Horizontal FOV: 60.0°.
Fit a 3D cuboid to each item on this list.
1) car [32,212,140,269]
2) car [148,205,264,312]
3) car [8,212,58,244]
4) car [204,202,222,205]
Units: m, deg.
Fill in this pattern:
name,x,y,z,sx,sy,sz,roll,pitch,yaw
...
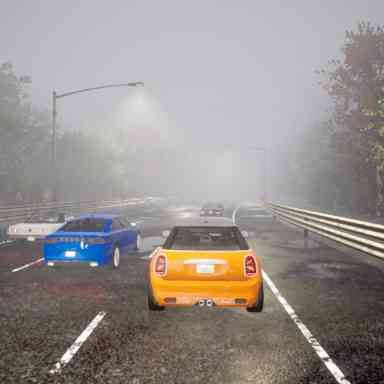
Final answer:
name,x,y,z,sx,sy,sz,roll,pitch,yaw
car,-3.044,1.468,11.150,1.882,1.535,5.008,0,0,3
car,0.321,1.348,7.877,2.097,1.767,4.553,0,0,2
car,-6.306,1.581,15.550,1.895,1.301,4.718,0,0,4
car,1.681,1.536,26.488,2.033,1.411,5.357,0,0,8
